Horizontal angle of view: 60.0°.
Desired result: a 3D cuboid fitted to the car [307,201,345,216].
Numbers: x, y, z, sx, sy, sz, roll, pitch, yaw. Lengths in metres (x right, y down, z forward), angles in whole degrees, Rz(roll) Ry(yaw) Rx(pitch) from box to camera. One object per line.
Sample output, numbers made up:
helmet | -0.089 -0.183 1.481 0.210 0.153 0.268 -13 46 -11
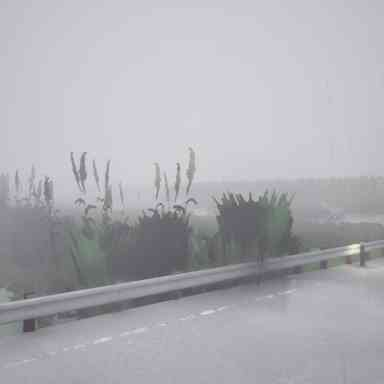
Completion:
car | 10.812 1.569 28.981 2.097 1.767 4.553 -1 1 -43
